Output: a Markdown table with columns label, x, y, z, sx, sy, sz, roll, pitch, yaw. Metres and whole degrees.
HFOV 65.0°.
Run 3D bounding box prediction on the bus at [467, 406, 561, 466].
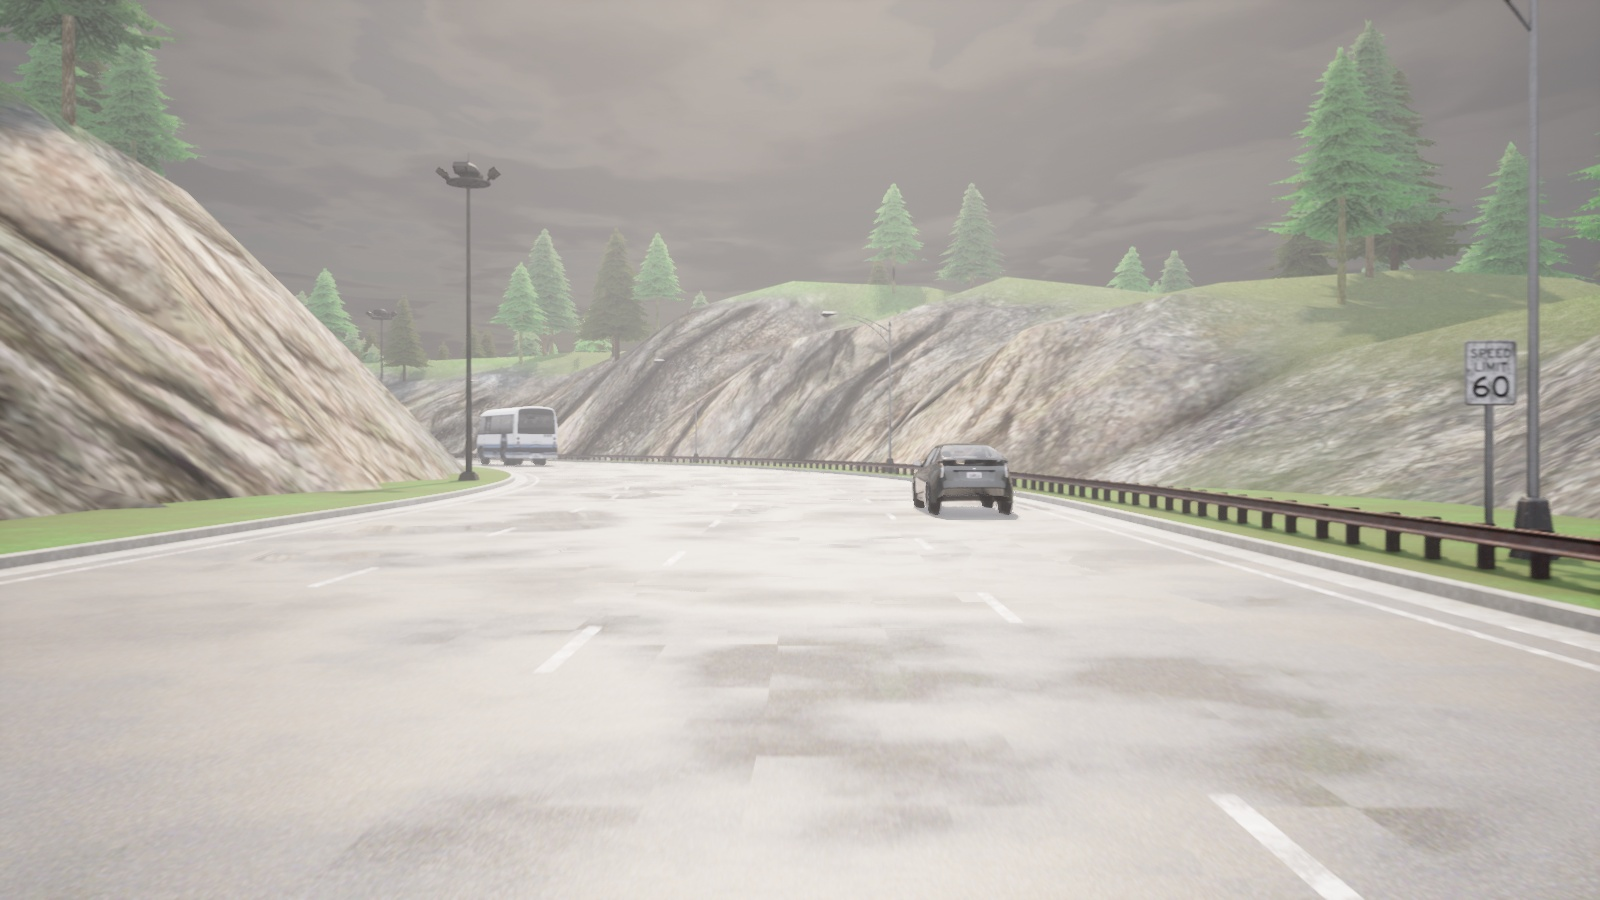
| label | x | y | z | sx | sy | sz | roll | pitch | yaw |
| --- | --- | --- | --- | --- | --- | --- | --- | --- | --- |
| bus | -21.636 | -1.037 | 94.473 | 3.944 | 4.253 | 10.273 | 0 | 0 | -30 |

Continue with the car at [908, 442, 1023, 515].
| label | x | y | z | sx | sy | sz | roll | pitch | yaw |
| --- | --- | --- | --- | --- | --- | --- | --- | --- | --- |
| car | 3.640 | 0.579 | 28.484 | 2.007 | 1.525 | 4.514 | 0 | 0 | 0 |
